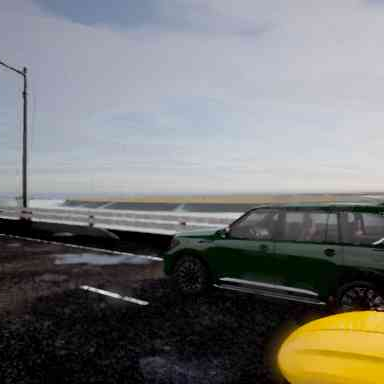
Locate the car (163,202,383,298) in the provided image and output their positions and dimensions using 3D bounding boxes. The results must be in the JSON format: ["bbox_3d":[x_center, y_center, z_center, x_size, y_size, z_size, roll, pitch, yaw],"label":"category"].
[{"bbox_3d":[2.002,1.222,6.856,5.566,2.045,2.150,0,0,35],"label":"car"}]

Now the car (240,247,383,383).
[{"bbox_3d":[2.976,1.478,1.874,5.008,1.535,1.882,0,0,35],"label":"car"}]
